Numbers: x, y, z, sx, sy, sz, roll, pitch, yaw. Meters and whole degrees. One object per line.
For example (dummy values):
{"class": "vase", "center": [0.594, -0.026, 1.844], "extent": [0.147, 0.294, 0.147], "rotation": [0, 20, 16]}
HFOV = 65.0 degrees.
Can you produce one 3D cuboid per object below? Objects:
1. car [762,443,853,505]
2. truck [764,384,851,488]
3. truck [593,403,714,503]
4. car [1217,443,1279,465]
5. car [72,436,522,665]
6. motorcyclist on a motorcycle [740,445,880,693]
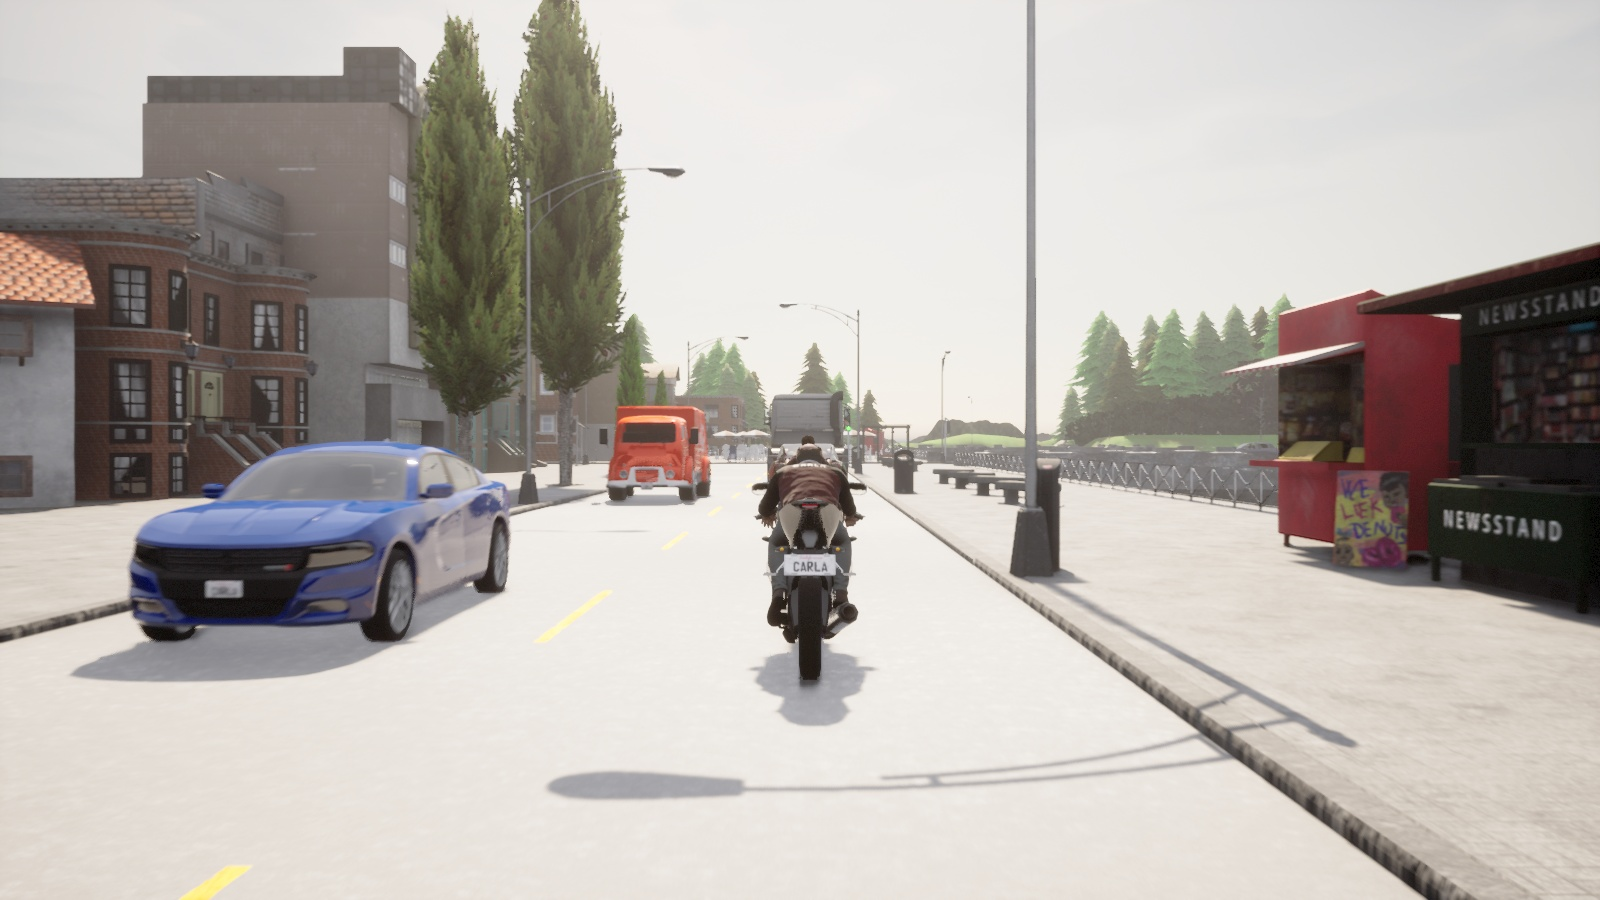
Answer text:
{"class": "car", "center": [0.195, 0.564, 32.447], "extent": [2.163, 1.488, 4.792], "rotation": [0, 0, 0]}
{"class": "truck", "center": [0.270, -0.493, 45.755], "extent": [2.891, 3.462, 7.936], "rotation": [0, 0, 0]}
{"class": "truck", "center": [-3.799, 0.067, 33.628], "extent": [2.627, 2.467, 5.204], "rotation": [0, 0, 0]}
{"class": "car", "center": [30.919, 0.296, 86.731], "extent": [3.633, 1.501, 1.845], "rotation": [0, 0, 0]}
{"class": "car", "center": [-3.925, 0.659, 10.915], "extent": [1.882, 1.535, 5.008], "rotation": [0, 0, 0]}
{"class": "motorcyclist on a motorcycle", "center": [0.066, 0.732, 8.851], "extent": [0.866, 1.530, 2.191], "rotation": [0, 0, 0]}
